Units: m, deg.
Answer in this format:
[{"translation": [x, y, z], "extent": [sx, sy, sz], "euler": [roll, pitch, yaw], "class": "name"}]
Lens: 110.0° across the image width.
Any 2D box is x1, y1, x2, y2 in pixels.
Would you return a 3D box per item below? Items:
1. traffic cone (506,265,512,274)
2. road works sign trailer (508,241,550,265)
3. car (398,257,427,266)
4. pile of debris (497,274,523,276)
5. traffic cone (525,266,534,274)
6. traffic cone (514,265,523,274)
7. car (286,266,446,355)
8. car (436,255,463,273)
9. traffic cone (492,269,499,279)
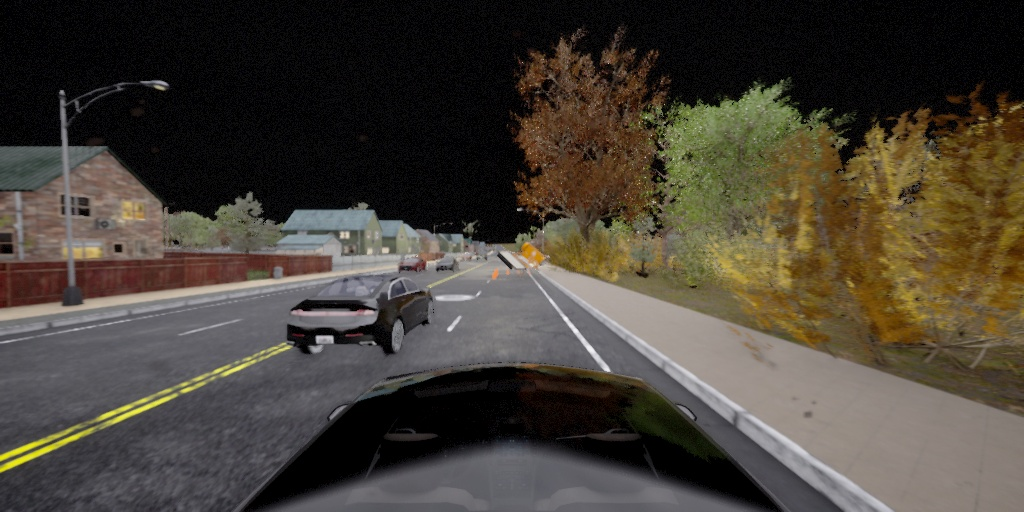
[{"translation": [-0.375, 1.379, 33.207], "extent": [0.340, 0.580, 0.340], "euler": [0, 0, 0], "class": "traffic cone"}, {"translation": [1.722, -1.266, 29.770], "extent": [2.380, 3.560, 2.880], "euler": [0, 0, 42], "class": "road works sign trailer"}, {"translation": [-9.828, 0.875, 35.704], "extent": [1.882, 1.535, 5.008], "euler": [0, 0, 0], "class": "car"}, {"translation": [-0.010, 1.652, 27.220], "extent": [1.860, 0.140, 1.500], "euler": [0, 0, 0], "class": "pile of debris"}, {"translation": [1.624, 1.378, 33.206], "extent": [0.340, 0.580, 0.340], "euler": [0, 0, 0], "class": "traffic cone"}, {"translation": [0.624, 1.379, 33.208], "extent": [0.340, 0.580, 0.340], "euler": [0, 0, 0], "class": "traffic cone"}, {"translation": [-3.148, 1.173, 8.455], "extent": [2.128, 1.511, 4.902], "euler": [0, 1, 0], "class": "car"}, {"translation": [-6.576, 0.890, 36.923], "extent": [1.837, 1.490, 4.892], "euler": [0, 0, 0], "class": "car"}, {"translation": [-1.376, 1.442, 27.208], "extent": [0.340, 0.580, 0.340], "euler": [0, 0, 0], "class": "traffic cone"}]
